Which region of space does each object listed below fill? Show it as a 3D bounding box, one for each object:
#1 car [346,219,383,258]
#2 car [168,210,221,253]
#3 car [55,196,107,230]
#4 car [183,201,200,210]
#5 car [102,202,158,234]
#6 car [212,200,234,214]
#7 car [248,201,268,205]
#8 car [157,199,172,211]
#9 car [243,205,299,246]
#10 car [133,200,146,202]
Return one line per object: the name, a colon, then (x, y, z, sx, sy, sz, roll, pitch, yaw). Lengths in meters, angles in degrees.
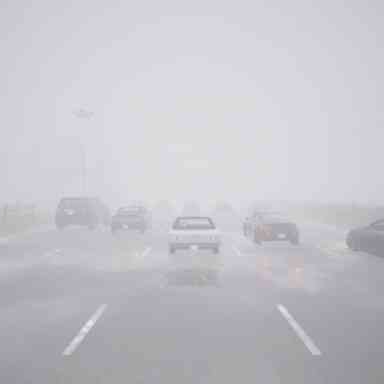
car: (7.086, 1.604, 11.456, 1.994, 1.385, 4.181, 0, 0, 0)
car: (0.073, 1.649, 13.858, 1.895, 1.301, 4.718, 0, 0, 0)
car: (-6.949, 1.297, 21.636, 2.150, 2.045, 5.566, 0, 0, 0)
car: (-0.062, 1.699, 39.334, 1.994, 1.385, 4.181, 0, 0, 0)
car: (-3.442, 1.560, 19.612, 2.128, 1.511, 4.902, 0, 0, 0)
car: (3.459, 1.653, 37.289, 1.812, 1.442, 4.674, 0, 0, 0)
car: (6.975, 1.645, 34.701, 1.812, 1.442, 4.674, 0, 0, 0)
car: (-3.574, 1.625, 42.901, 1.882, 1.535, 5.008, 0, 0, 0)
car: (3.575, 1.579, 15.569, 1.812, 1.442, 4.674, 0, 0, 0)
car: (-7.083, 1.717, 44.628, 1.994, 1.385, 4.181, 0, 0, 0)
